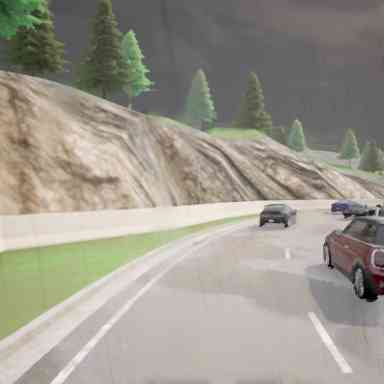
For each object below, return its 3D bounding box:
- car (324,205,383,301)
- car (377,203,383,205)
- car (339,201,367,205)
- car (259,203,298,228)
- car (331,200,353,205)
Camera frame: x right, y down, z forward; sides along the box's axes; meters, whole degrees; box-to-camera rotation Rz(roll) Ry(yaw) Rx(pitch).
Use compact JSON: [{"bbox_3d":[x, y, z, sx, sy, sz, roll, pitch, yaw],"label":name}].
[{"bbox_3d":[4.817,1.392,8.398,2.097,1.767,4.553,1,0,10],"label":"car"},{"bbox_3d":[12.390,1.324,19.712,2.150,2.045,5.566,0,0,27],"label":"car"},{"bbox_3d":[15.172,1.727,29.939,1.895,1.301,4.718,0,0,40],"label":"car"},{"bbox_3d":[6.007,1.555,22.854,1.837,1.490,4.892,0,0,27],"label":"car"},{"bbox_3d":[17.537,1.623,37.524,5.008,1.535,1.882,0,0,-42],"label":"car"}]
